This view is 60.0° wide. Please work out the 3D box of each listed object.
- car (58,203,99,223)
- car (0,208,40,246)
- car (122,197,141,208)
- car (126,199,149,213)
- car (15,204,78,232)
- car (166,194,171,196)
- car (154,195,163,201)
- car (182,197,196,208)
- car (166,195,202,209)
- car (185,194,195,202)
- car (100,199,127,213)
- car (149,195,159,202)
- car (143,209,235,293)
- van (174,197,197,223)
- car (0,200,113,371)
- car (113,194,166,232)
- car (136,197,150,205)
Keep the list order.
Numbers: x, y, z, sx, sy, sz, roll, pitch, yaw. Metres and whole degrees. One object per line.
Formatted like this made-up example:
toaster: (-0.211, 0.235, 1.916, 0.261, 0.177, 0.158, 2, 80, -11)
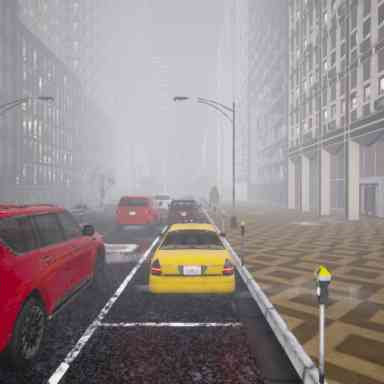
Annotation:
car: (-8.843, 1.577, 26.356, 1.802, 1.307, 4.206, -1, 0, 0)
car: (-8.843, 1.542, 14.989, 1.887, 1.381, 4.507, -1, 0, 0)
car: (-8.843, 1.541, 49.090, 2.008, 1.369, 4.403, -1, 0, 0)
car: (-6.221, 1.557, 38.410, 1.994, 1.385, 4.181, 0, 0, 0)
car: (-8.844, 1.547, 20.672, 2.008, 1.369, 4.403, -1, 0, 0)
car: (-3.080, 1.217, 36.490, 2.150, 2.045, 5.566, 0, 0, 0)
car: (-8.844, 1.545, 88.876, 1.947, 1.339, 4.313, -1, 0, 0)
car: (-0.463, 1.541, 49.090, 2.008, 1.369, 4.403, -1, 0, 0)
car: (-0.465, 1.311, 20.672, 2.192, 1.841, 5.009, -1, 0, 0)
car: (-0.465, 1.298, 77.509, 2.192, 1.841, 5.009, -1, 0, 0)
car: (-8.844, 1.544, 37.723, 2.008, 1.369, 4.403, -1, 0, 0)
car: (-8.843, 1.508, 77.339, 1.752, 1.417, 4.829, -1, 0, 0)
car: (0.004, 1.455, 8.841, 1.801, 1.575, 5.366, 0, 0, 0)
van: (-0.465, 1.336, 26.356, 1.690, 1.788, 3.998, -1, 0, 0)
car: (-3.136, 1.219, 5.798, 2.150, 2.045, 5.566, 0, 0, -1)
car: (-3.093, 1.218, 20.234, 2.150, 2.045, 5.566, 0, 0, 1)
car: (-8.843, 1.569, 60.458, 1.802, 1.307, 4.206, -1, 0, 0)
